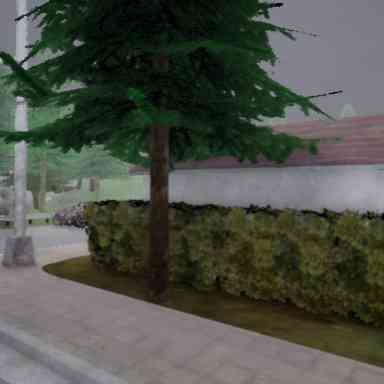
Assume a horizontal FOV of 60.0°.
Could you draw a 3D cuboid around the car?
[{"bbox_3d":[-6.656,1.306,21.698,2.097,1.767,4.553,1,0,36],"label":"car"}]
